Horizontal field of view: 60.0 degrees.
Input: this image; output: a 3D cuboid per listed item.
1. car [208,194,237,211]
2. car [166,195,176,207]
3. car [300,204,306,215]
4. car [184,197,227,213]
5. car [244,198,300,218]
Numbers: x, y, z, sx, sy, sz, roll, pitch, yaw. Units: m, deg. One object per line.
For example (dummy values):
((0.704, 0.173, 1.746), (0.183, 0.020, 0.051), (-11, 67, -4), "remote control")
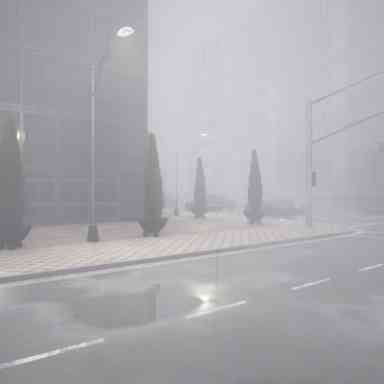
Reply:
((3.180, 1.275, 42.111), (2.150, 2.045, 5.566), (0, 0, -36), "car")
((-4.618, 1.275, 52.837), (2.150, 2.045, 5.566), (0, 0, -37), "car")
((9.492, 1.407, 33.456), (2.097, 1.767, 4.553), (0, 0, -36), "car")
((1.229, 1.602, 38.845), (2.033, 1.411, 5.357), (0, 0, -36), "car")
((7.048, 1.533, 30.865), (1.882, 1.535, 5.008), (0, 0, -36), "car")
